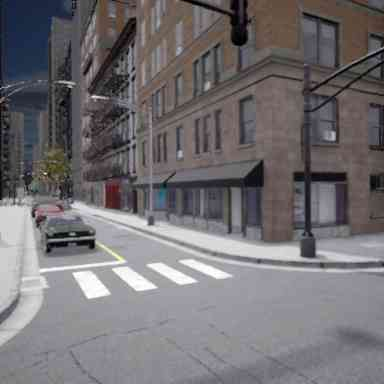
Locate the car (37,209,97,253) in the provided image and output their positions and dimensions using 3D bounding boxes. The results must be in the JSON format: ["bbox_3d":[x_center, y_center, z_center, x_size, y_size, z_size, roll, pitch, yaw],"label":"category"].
[{"bbox_3d":[-5.405,1.638,14.283,1.895,1.301,4.718,-1,0,-26],"label":"car"}]

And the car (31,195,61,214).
[{"bbox_3d":[-14.719,1.337,33.207,2.150,2.045,5.566,-1,0,-27],"label":"car"}]

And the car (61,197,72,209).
[{"bbox_3d":[-17.025,1.680,43.983,2.033,1.411,5.357,-1,0,-27],"label":"car"}]

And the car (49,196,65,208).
[{"bbox_3d":[-21.658,1.534,53.384,2.097,1.767,4.553,-1,0,-25],"label":"car"}]

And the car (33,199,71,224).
[{"bbox_3d":[-10.038,1.552,23.681,1.882,1.535,5.008,-1,0,-26],"label":"car"}]
